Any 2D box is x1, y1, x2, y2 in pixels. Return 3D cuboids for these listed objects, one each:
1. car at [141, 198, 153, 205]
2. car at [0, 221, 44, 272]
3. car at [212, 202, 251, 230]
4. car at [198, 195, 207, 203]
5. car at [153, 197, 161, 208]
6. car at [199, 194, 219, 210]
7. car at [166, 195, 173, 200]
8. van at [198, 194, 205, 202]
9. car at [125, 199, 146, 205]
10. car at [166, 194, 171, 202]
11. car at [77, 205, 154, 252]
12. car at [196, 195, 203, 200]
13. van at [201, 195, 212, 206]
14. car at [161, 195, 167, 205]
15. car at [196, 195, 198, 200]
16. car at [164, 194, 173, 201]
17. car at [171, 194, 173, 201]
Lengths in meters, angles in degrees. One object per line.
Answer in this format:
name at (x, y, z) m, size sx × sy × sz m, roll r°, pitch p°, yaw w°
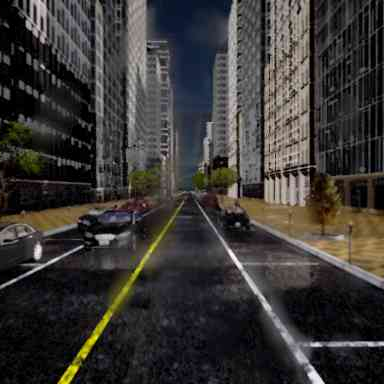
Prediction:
car at (-5.927, 1.474, 37.858) m, size 1.967 × 1.590 × 4.097 m, roll -1°, pitch 0°, yaw 0°
car at (-5.747, 1.568, 9.441) m, size 2.008 × 1.369 × 4.403 m, roll -1°, pitch 0°, yaw 0°
car at (2.562, 1.558, 20.860) m, size 2.008 × 1.369 × 4.403 m, roll -1°, pitch 0°, yaw 0°
car at (2.239, 1.474, 72.012) m, size 1.967 × 1.590 × 4.097 m, roll -1°, pitch 0°, yaw 0°
car at (-5.996, 1.565, 49.056) m, size 1.752 × 1.417 × 4.829 m, roll -1°, pitch 0°, yaw 0°
car at (2.416, 1.336, 43.595) m, size 2.192 × 1.841 × 5.009 m, roll -1°, pitch 0°, yaw 0°
car at (-6.282, 1.640, 94.694) m, size 1.802 × 1.307 × 4.206 m, roll -1°, pitch 0°, yaw 0°
van at (2.202, 1.377, 77.695) m, size 1.690 × 1.788 × 3.998 m, roll -1°, pitch 0°, yaw 0°
car at (-5.890, 1.612, 32.174) m, size 1.802 × 1.307 × 4.206 m, roll -1°, pitch 0°, yaw 0°
car at (-6.140, 1.601, 71.960) m, size 2.008 × 1.369 × 4.403 m, roll -1°, pitch 0°, yaw 0°
car at (-3.075, 1.507, 14.087) m, size 2.128 × 1.511 × 4.902 m, roll 0°, pitch 0°, yaw 0°
car at (2.098, 1.593, 94.747) m, size 2.008 × 1.369 × 4.403 m, roll -1°, pitch 0°, yaw 0°
van at (2.345, 1.368, 54.962) m, size 1.690 × 1.788 × 3.998 m, roll -1°, pitch 0°, yaw 0°
car at (-6.068, 1.611, 60.593) m, size 1.947 × 1.339 × 4.313 m, roll -1°, pitch 0°, yaw 0°
car at (2.311, 1.469, 60.645) m, size 1.967 × 1.590 × 4.097 m, roll -1°, pitch 0°, yaw 0°
car at (-6.249, 1.371, 89.010) m, size 2.192 × 1.841 × 5.009 m, roll -1°, pitch 0°, yaw 0°
car at (-6.212, 1.494, 83.327) m, size 1.967 × 1.590 × 4.097 m, roll -1°, pitch 0°, yaw 0°
